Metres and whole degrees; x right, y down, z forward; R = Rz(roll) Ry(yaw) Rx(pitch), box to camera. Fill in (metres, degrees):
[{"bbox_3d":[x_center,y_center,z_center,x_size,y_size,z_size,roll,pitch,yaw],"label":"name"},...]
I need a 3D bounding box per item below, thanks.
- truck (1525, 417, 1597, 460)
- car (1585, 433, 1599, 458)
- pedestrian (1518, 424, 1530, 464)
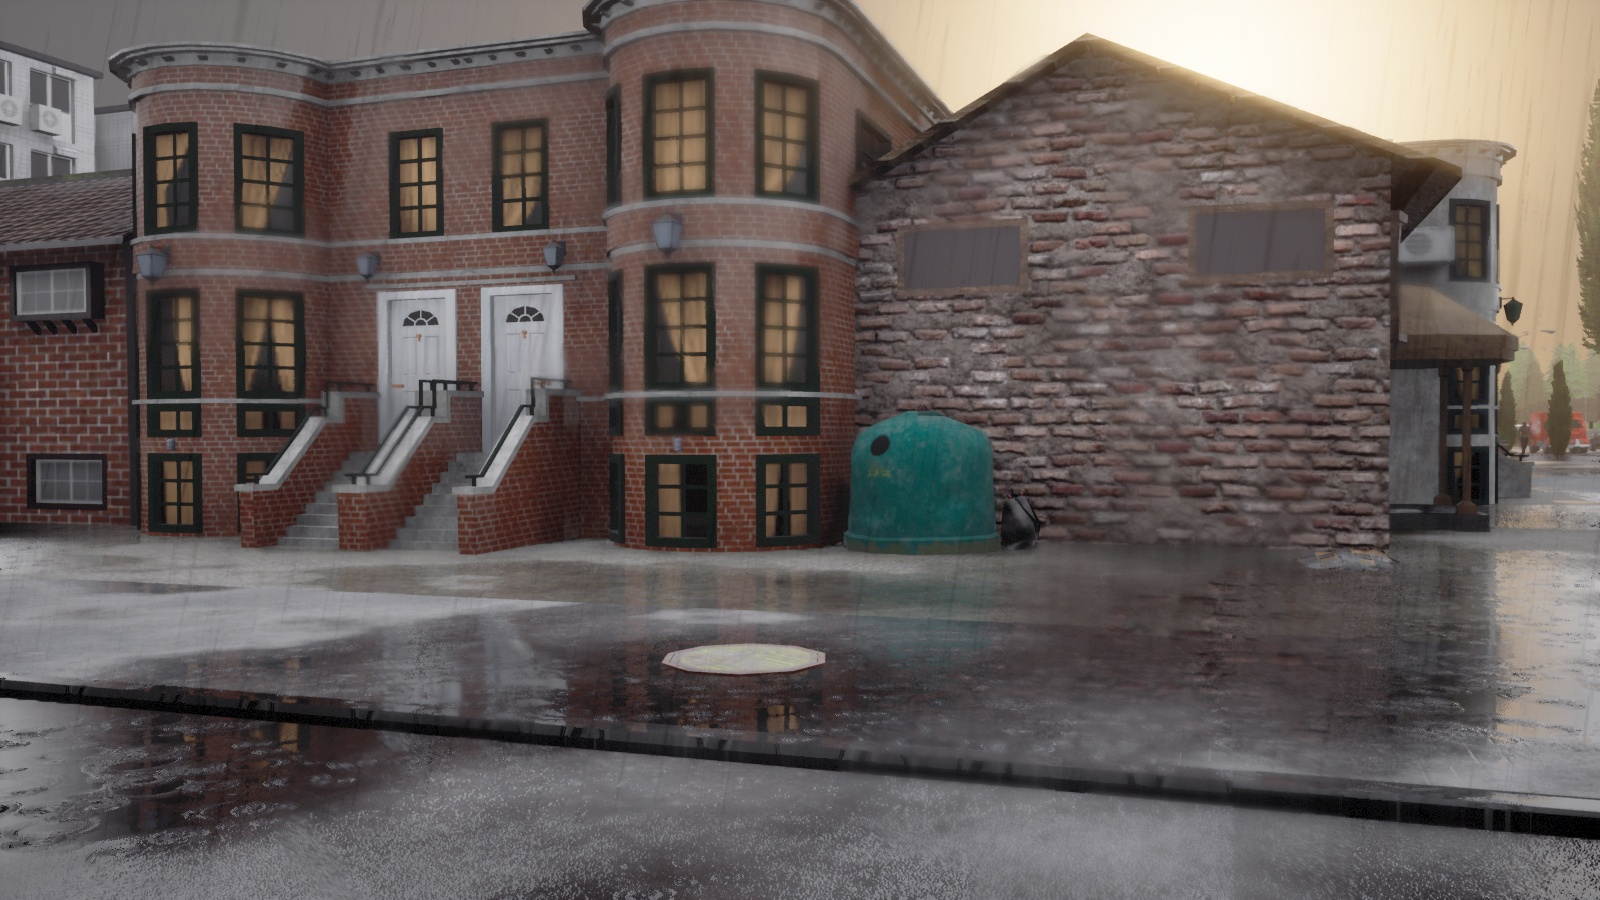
[{"bbox_3d":[45.475,-0.693,75.162,2.627,2.467,5.204,1,1,19],"label":"truck"},{"bbox_3d":[50.857,-0.293,78.539,2.007,1.525,4.514,1,1,19],"label":"car"},{"bbox_3d":[34.003,-0.280,58.972,0.331,1.846,0.634,1,1,20],"label":"pedestrian"}]
